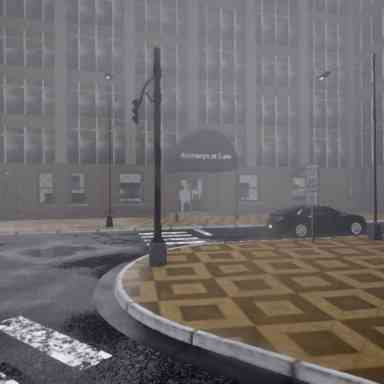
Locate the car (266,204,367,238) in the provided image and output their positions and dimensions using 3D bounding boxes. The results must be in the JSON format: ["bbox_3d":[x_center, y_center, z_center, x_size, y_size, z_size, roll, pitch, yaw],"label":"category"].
[{"bbox_3d":[5.987,1.321,15.970,4.892,1.490,1.837,0,0,-14],"label":"car"}]
